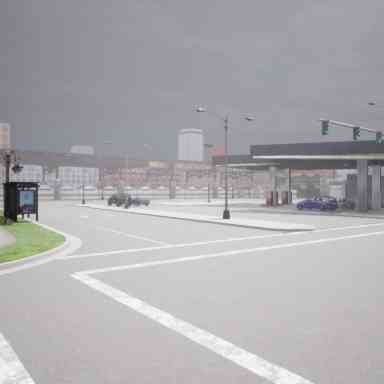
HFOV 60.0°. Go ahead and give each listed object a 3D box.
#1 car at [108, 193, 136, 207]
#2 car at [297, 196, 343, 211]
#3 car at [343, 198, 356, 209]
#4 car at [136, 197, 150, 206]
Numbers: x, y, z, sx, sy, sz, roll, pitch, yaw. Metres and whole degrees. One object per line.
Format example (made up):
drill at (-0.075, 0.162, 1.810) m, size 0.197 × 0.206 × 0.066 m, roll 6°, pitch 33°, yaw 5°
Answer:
car at (-11.367, 1.222, 52.222) m, size 2.150 × 2.045 × 5.566 m, roll 0°, pitch 0°, yaw -35°
car at (14.323, 1.295, 38.331) m, size 2.242 × 1.667 × 4.611 m, roll 0°, pitch 0°, yaw -35°
car at (18.597, 1.456, 42.246) m, size 1.970 × 1.475 × 3.806 m, roll 0°, pitch 0°, yaw -35°
car at (-8.748, 1.547, 54.588) m, size 2.033 × 1.411 × 5.357 m, roll 0°, pitch 0°, yaw -35°
